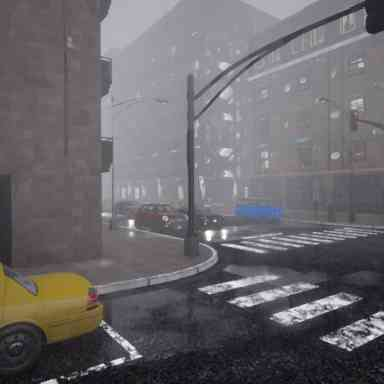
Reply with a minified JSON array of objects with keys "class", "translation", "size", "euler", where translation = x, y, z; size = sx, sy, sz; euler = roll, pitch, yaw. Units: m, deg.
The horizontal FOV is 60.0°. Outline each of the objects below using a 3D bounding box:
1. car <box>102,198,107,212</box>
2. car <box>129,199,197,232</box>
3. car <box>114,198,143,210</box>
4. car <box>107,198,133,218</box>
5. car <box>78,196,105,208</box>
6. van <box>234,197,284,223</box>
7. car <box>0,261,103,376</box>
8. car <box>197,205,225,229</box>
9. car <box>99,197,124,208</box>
[{"class":"car","translation":[-11.566,1.453,37.860],"size":[2.128,1.511,4.902],"euler":[-1,0,-36]},{"class":"car","translation":[-1.855,1.441,20.008],"size":[1.967,1.590,4.097],"euler":[0,0,-36]},{"class":"car","translation":[-8.331,1.463,43.251],"size":[1.887,1.381,4.507],"euler":[-1,0,-36]},{"class":"car","translation":[-5.626,1.494,29.636],"size":[1.812,1.442,4.674],"euler":[-1,0,-36]},{"class":"car","translation":[-14.294,1.429,46.982],"size":[2.128,1.511,4.902],"euler":[-1,0,-36]},{"class":"van","translation":[4.945,1.280,24.905],"size":[1.690,1.788,3.998],"euler":[0,0,-36]},{"class":"car","translation":[-3.585,1.525,4.011],"size":[4.829,1.417,1.752],"euler":[0,0,-35]},{"class":"car","translation":[0.210,1.545,21.571],"size":[1.994,1.385,4.181],"euler":[-1,0,-36]},{"class":"car","translation":[-11.650,1.463,47.838],"size":[1.887,1.381,4.507],"euler":[-1,0,-36]}]
